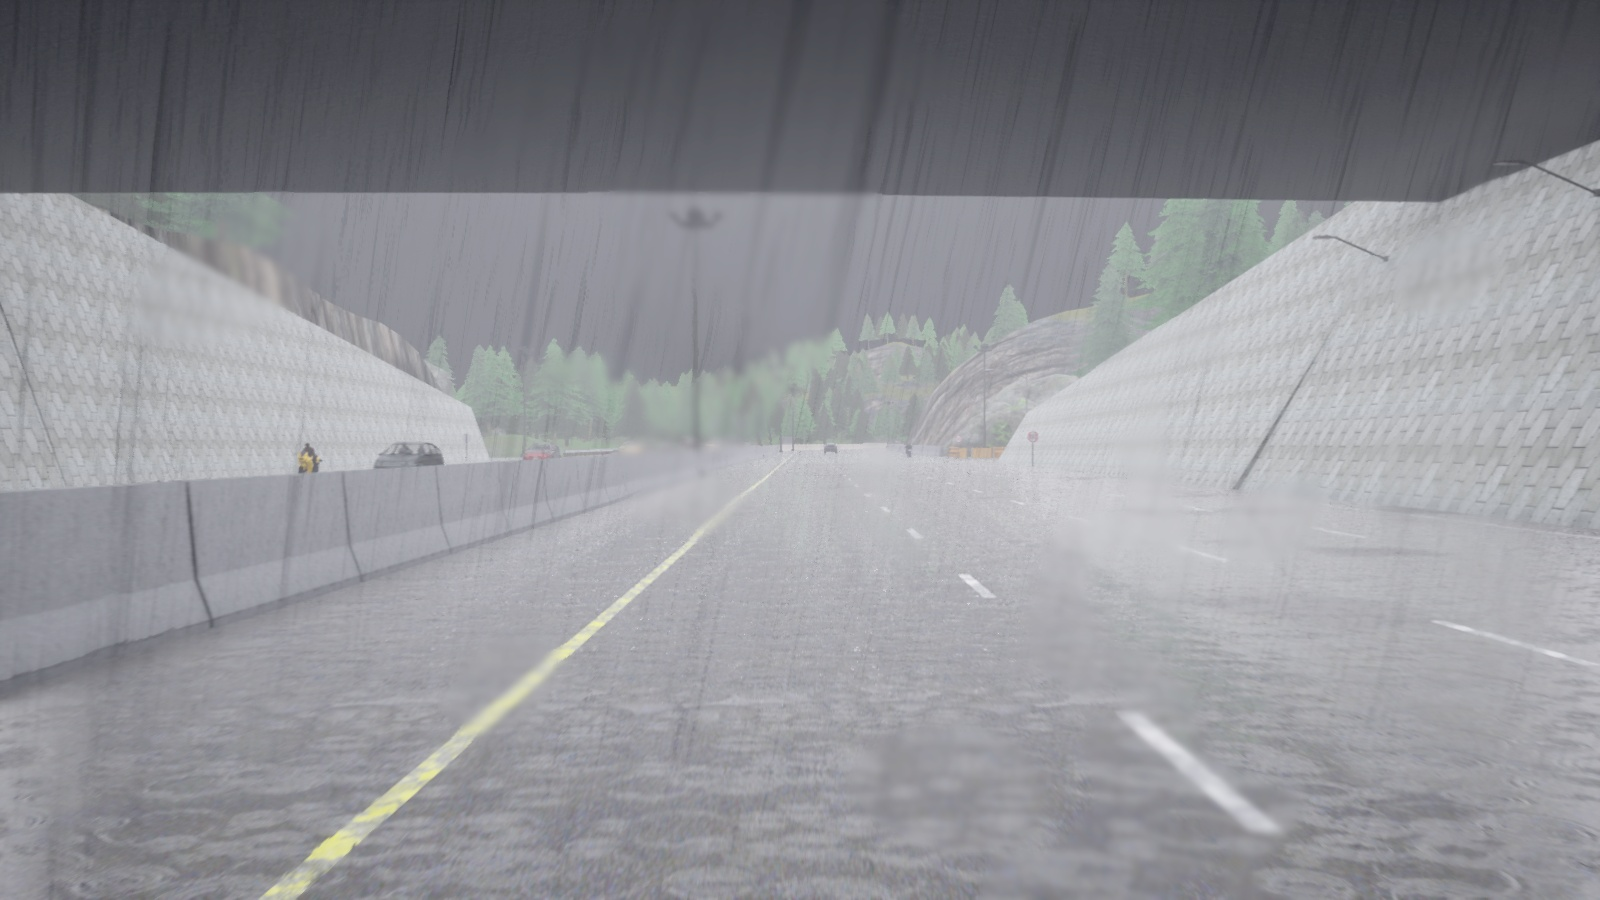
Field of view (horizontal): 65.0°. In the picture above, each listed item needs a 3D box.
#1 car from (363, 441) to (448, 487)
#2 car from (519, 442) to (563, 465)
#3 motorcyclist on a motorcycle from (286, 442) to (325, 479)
[{"bbox_3d":[-13.764,0.466,43.969,1.789,1.549,3.705,0,0,0],"label":"car"},{"bbox_3d":[-17.086,0.212,83.020,2.007,1.525,4.514,0,0,0],"label":"car"},{"bbox_3d":[-20.725,0.415,52.647,0.797,1.523,2.044,0,0,0],"label":"motorcyclist on a motorcycle"}]
